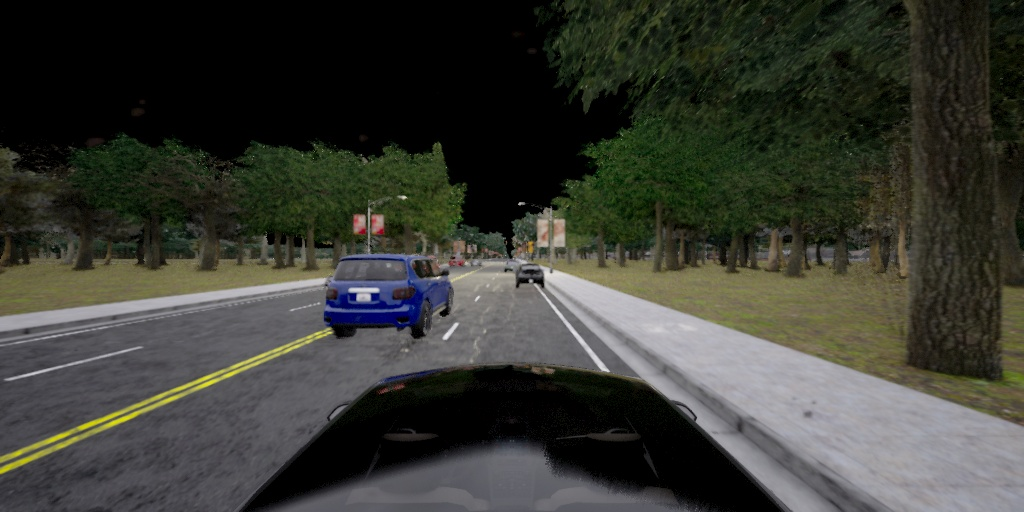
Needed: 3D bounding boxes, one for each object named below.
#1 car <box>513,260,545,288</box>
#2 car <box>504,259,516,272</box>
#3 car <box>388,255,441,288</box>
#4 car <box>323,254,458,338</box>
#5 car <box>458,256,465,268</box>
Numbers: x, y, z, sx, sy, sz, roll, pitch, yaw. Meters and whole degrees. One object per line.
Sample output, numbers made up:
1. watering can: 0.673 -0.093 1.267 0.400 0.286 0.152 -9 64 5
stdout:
1. car: 1.140 1.258 23.879 1.837 1.490 4.892 0 0 0
2. car: 0.025 1.321 45.279 1.994 1.385 4.181 0 0 1
3. car: -6.595 0.972 24.910 2.150 2.045 5.566 0 0 0
4. car: -3.148 0.972 10.293 2.150 2.045 5.566 0 0 0
5. car: -9.762 0.985 63.698 2.150 2.045 5.566 0 0 1
